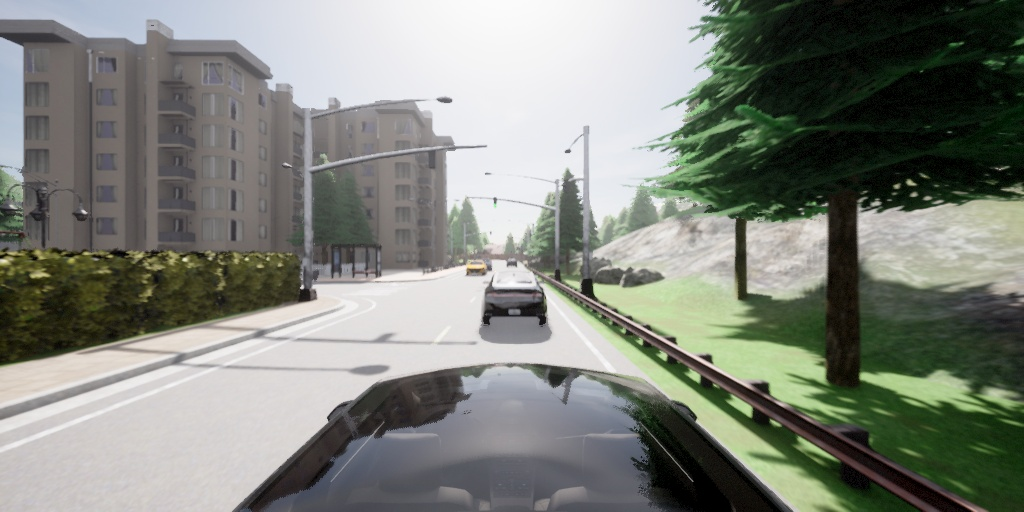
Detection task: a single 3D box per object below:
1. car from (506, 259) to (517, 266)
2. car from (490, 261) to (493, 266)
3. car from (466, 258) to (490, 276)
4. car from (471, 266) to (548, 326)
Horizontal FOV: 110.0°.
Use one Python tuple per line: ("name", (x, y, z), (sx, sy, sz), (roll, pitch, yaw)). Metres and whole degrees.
("car", (-0.030, 1.197, 62.526), (1.837, 1.490, 4.892), (0, 0, -1))
("car", (-3.687, 1.060, 47.242), (2.097, 1.767, 4.553), (0, 0, 0))
("car", (-3.678, 1.194, 37.631), (1.882, 1.535, 5.008), (0, 0, 0))
("car", (0.069, 1.232, 11.677), (2.128, 1.511, 4.902), (0, 0, 0))
